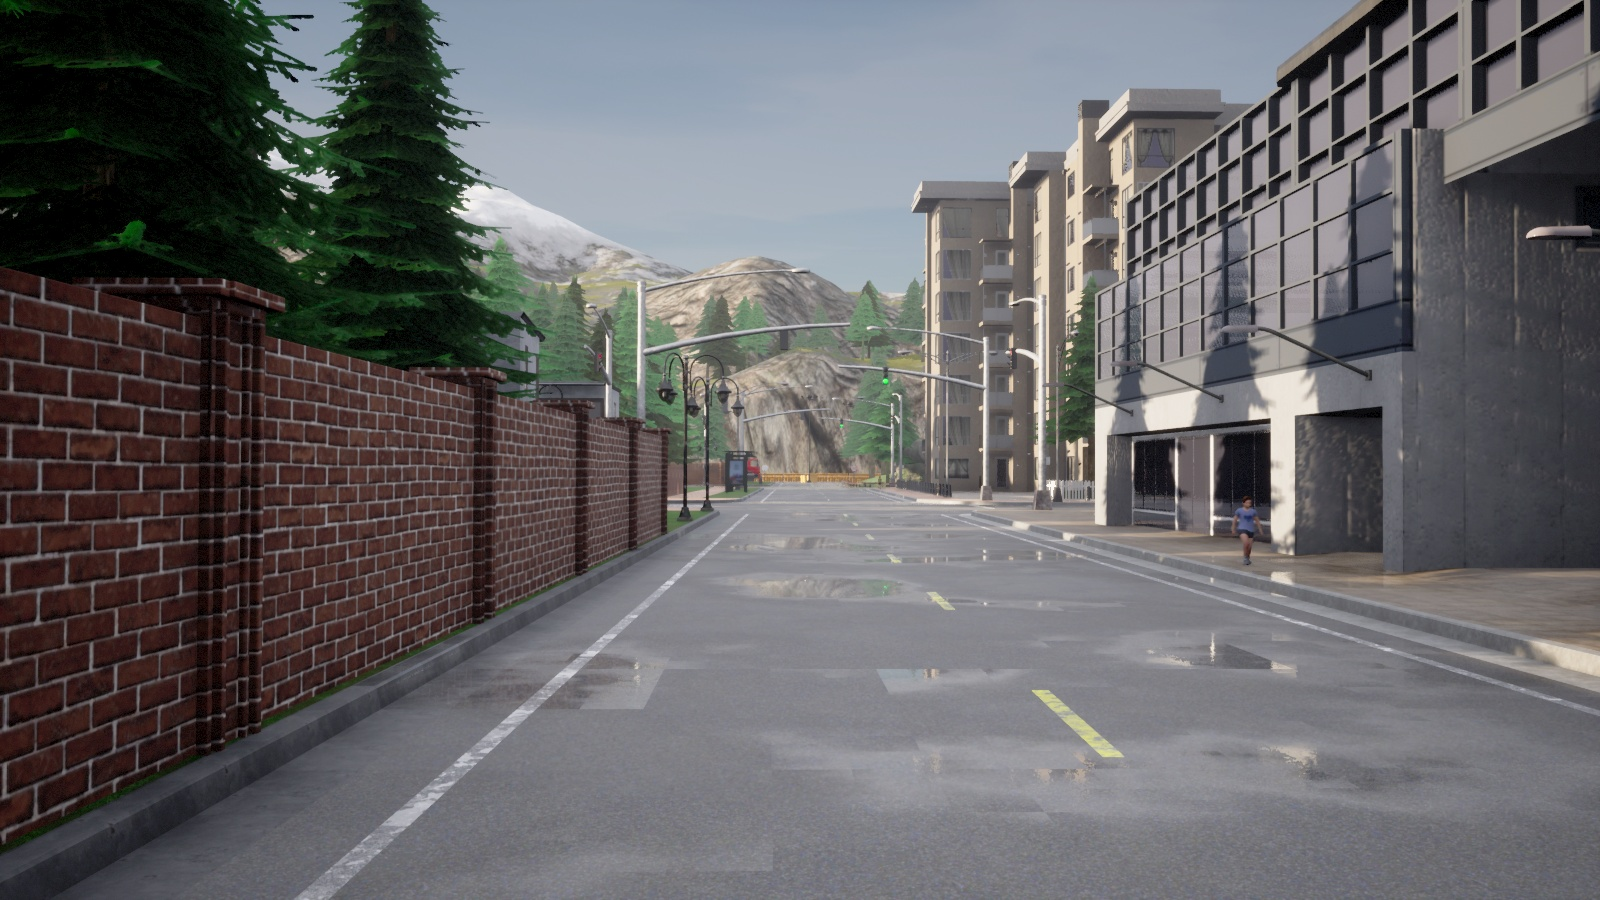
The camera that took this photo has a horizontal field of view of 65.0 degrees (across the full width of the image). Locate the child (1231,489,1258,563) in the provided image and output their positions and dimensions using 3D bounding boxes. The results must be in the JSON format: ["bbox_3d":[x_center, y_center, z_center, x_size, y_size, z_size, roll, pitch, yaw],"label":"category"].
[{"bbox_3d":[6.757,1.148,19.103,0.255,1.110,0.394,0,-1,-3],"label":"child"}]
